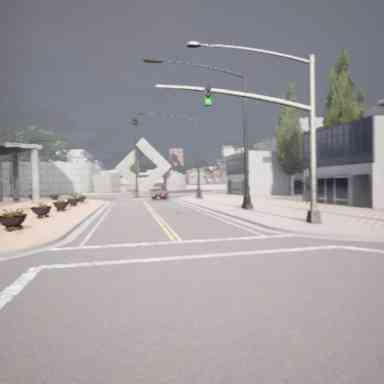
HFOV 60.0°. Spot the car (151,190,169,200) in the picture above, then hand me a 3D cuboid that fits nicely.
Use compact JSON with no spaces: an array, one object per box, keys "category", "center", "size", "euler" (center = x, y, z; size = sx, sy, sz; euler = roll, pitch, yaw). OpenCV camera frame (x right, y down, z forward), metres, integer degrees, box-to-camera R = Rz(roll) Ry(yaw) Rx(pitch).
[{"category":"car","center":[-4.322,0.393,45.388],"size":[1.895,1.301,4.718],"euler":[-1,2,1]}]
